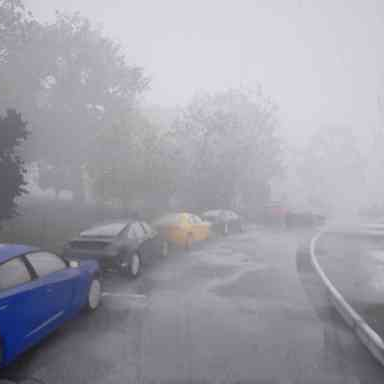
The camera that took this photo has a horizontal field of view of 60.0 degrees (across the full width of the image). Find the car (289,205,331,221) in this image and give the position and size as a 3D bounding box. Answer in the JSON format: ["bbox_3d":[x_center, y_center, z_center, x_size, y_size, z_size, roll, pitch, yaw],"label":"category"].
[{"bbox_3d":[12.456,2.127,34.951,5.008,1.535,2.097,1,-2,-44],"label":"car"}]

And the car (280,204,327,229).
[{"bbox_3d":[8.534,1.864,24.824,1.882,1.535,5.008,-2,-2,34],"label":"car"}]

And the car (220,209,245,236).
[{"bbox_3d":[1.889,1.862,21.158,2.231,1.521,4.892,-1,-2,28],"label":"car"}]

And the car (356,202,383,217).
[{"bbox_3d":[20.513,2.130,37.953,2.033,1.411,5.357,-3,-2,42],"label":"car"}]

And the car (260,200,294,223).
[{"bbox_3d":[8.339,1.793,30.599,2.435,2.045,5.566,-2,-2,40],"label":"car"}]

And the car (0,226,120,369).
[{"bbox_3d":[-2.964,1.506,4.967,2.097,1.535,5.008,0,-2,6],"label":"car"}]

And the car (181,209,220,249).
[{"bbox_3d":[-0.462,1.739,15.923,2.097,1.535,5.008,-1,-1,20],"label":"car"}]

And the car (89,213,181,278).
[{"bbox_3d":[-2.128,1.601,10.583,2.231,1.521,4.892,0,-1,12],"label":"car"}]
